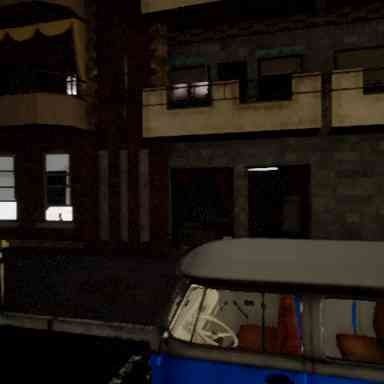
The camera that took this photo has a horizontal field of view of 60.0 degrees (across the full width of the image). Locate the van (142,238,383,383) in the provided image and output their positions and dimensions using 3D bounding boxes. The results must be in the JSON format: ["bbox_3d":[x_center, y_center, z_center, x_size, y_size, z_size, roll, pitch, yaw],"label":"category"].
[{"bbox_3d":[1.585,1.298,2.512,3.998,1.788,1.690,-1,1,15],"label":"van"}]
